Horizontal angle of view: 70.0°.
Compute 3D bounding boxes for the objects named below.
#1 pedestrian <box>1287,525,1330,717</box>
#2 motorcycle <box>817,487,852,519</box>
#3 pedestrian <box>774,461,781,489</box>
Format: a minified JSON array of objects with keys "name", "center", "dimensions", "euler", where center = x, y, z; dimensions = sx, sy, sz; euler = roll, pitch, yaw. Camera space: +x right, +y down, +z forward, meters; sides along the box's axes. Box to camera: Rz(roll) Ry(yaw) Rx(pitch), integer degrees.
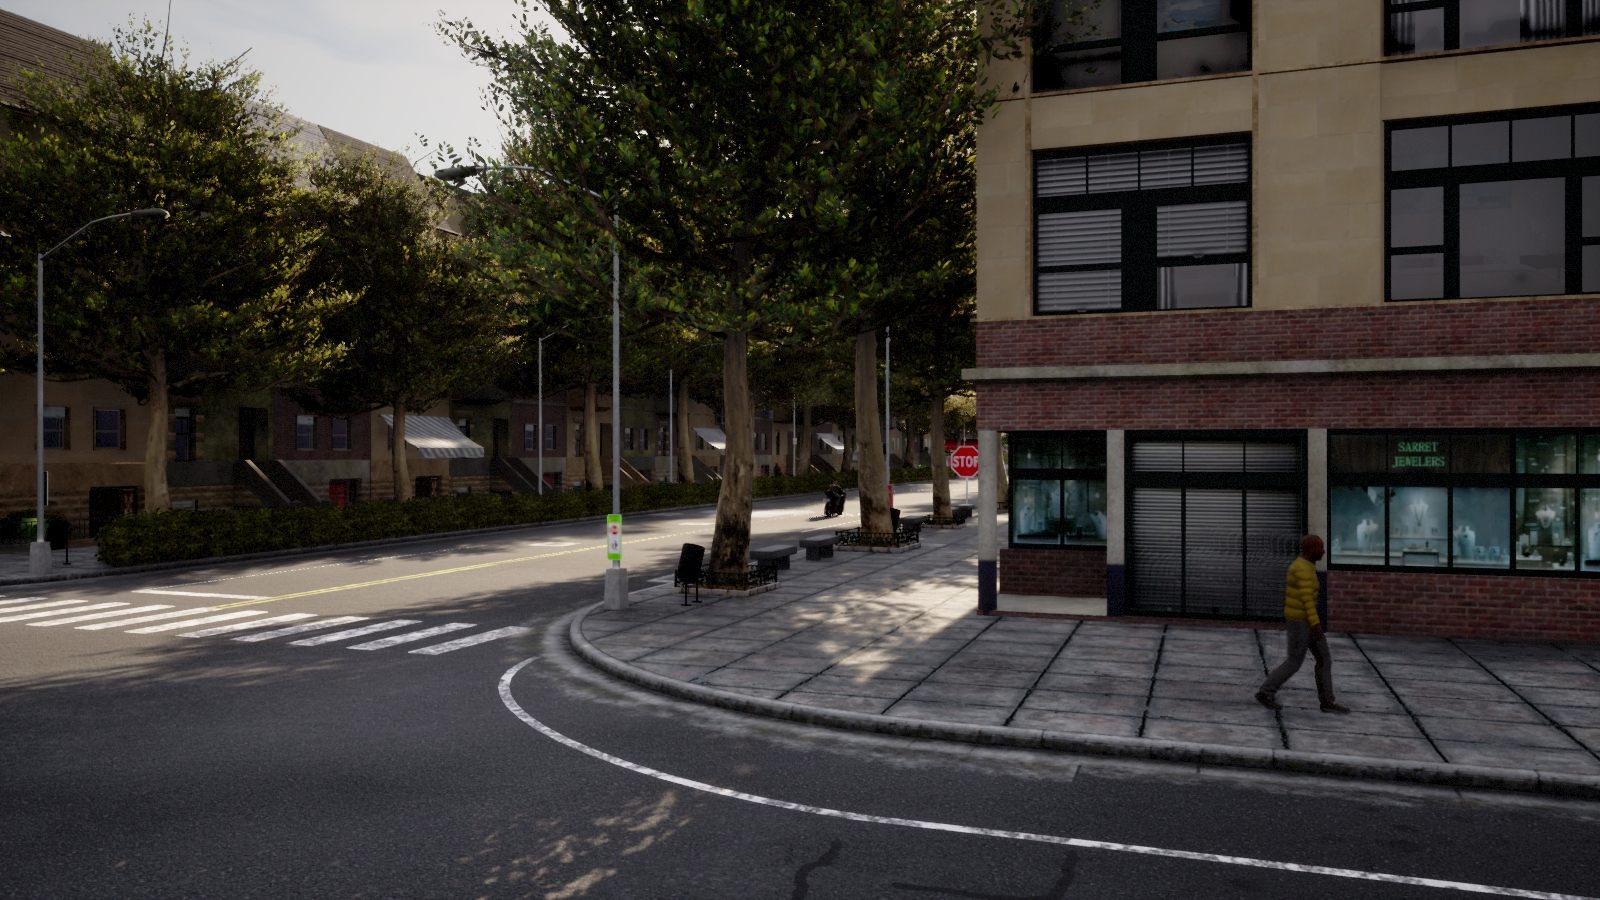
[{"name":"pedestrian","center":[5.110,1.696,11.481],"dimensions":[0.375,1.860,0.375],"euler":[0,0,27]},{"name":"motorcycle","center":[1.468,2.211,48.216],"dimensions":[0.867,1.251,2.209],"euler":[0,0,20]},{"name":"pedestrian","center":[-1.547,1.707,77.822],"dimensions":[0.375,1.860,0.375],"euler":[0,0,19]}]
